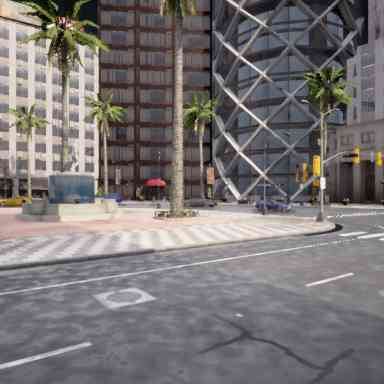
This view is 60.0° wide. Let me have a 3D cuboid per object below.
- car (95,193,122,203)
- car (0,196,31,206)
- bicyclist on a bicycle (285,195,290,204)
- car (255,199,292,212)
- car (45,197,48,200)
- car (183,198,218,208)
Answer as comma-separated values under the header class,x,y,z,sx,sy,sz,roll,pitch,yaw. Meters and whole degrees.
class,x,y,z,sx,sy,sz,roll,pitch,yaw
car,-15.297,1.221,59.402,5.566,2.045,2.150,0,0,3
car,-28.766,1.478,54.459,5.008,1.535,1.882,0,0,-14
bicyclist on a bicycle,15.718,1.301,54.602,0.582,1.620,1.656,0,0,42
car,9.625,1.526,39.480,1.812,1.442,4.674,0,0,-39
car,-25.587,1.601,58.827,4.718,1.301,1.895,0,0,-10
car,1.016,1.546,47.440,5.357,1.411,2.033,0,0,31
